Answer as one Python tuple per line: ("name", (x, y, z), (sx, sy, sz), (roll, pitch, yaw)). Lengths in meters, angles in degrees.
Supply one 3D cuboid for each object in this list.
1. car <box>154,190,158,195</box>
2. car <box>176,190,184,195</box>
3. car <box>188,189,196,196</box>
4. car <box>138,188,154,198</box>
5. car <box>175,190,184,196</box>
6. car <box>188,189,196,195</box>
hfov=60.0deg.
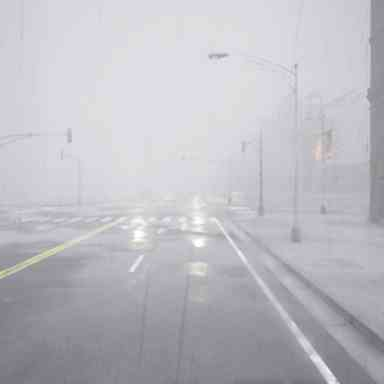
("car", (-9.755, 0.116, 84.989), (2.097, 1.767, 4.553), (0, 1, 0))
("car", (-3.255, 0.076, 91.402), (1.994, 1.385, 4.181), (0, 1, 0))
("car", (-0.004, 0.345, 81.399), (1.812, 1.442, 4.674), (0, 1, 0))
("car", (-9.754, 0.224, 69.316), (2.150, 2.045, 5.566), (0, 1, 0))
("car", (-3.254, 0.415, 81.431), (1.895, 1.301, 4.718), (0, 1, 0))
("car", (-0.005, 0.049, 91.401), (2.128, 1.511, 4.902), (0, 1, 0))
